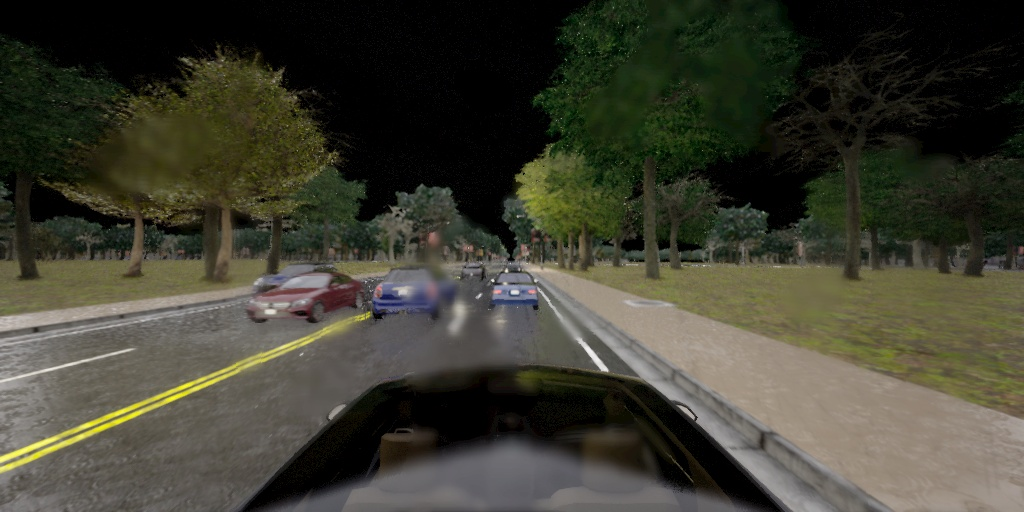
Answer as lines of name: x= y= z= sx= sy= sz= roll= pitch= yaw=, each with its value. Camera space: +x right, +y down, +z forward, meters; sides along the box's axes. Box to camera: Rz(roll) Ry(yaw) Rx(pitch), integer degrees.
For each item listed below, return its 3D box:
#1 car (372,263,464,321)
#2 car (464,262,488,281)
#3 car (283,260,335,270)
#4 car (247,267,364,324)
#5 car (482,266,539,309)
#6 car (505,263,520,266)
car: x=-3.151 y=1.103 z=12.652 sx=2.097 sy=1.767 sz=4.553 roll=0 pitch=0 yaw=0
car: x=-3.153 y=1.262 z=30.499 sx=2.128 sy=1.511 sz=4.902 roll=0 pitch=0 yaw=0
car: x=-9.841 y=1.104 z=16.979 sx=2.097 sy=1.767 sz=4.553 roll=0 pitch=0 yaw=0
car: x=-6.597 y=1.276 z=12.125 sx=1.812 sy=1.442 sz=4.674 roll=0 pitch=0 yaw=0
car: x=0.099 y=1.300 z=14.842 sx=2.033 sy=1.411 sz=5.357 roll=0 pitch=0 yaw=0
car: x=0.098 y=1.396 z=38.310 sx=1.895 sy=1.301 sz=4.718 roll=0 pitch=0 yaw=0
